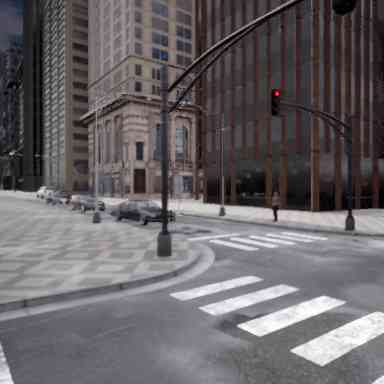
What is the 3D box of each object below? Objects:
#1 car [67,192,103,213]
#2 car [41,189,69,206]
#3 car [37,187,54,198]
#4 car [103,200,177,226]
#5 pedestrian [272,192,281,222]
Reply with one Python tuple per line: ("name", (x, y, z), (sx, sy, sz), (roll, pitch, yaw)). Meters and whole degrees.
("car", (-9.143, 0.950, 29.185), (1.837, 1.490, 4.892), (0, 1, -36))
("car", (-15.135, 0.743, 37.584), (2.128, 1.511, 4.902), (0, 1, -35))
("car", (-24.666, 0.086, 56.393), (2.150, 2.045, 5.566), (0, 1, -36))
("car", (-3.220, 1.189, 20.816), (2.033, 1.411, 5.357), (0, 1, -41))
("pedestrian", (5.046, 0.875, 20.072), (0.375, 1.860, 0.375), (1, -1, -36))
